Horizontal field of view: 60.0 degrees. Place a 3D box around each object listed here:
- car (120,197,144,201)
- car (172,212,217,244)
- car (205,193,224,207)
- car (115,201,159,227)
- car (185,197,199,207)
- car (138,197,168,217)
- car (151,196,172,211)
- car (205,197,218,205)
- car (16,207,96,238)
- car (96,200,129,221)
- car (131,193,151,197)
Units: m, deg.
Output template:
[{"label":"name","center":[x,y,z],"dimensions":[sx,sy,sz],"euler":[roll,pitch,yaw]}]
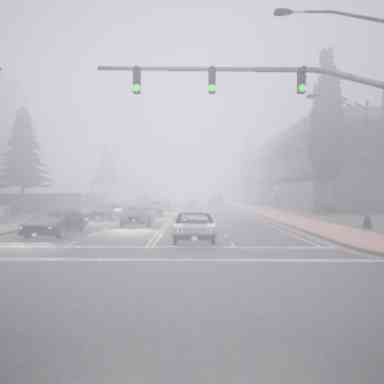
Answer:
[{"label":"car","center":[-7.021,1.564,37.875],"dimensions":[1.994,1.385,4.181],"euler":[0,0,1]},{"label":"car","center":[0.097,1.601,15.801],"dimensions":[1.895,1.301,4.718],"euler":[0,0,0]},{"label":"car","center":[3.494,1.222,49.853],"dimensions":[2.150,2.045,5.566],"euler":[0,0,0]},{"label":"car","center":[-3.589,1.564,22.512],"dimensions":[1.994,1.385,4.181],"euler":[0,0,0]},{"label":"car","center":[-0.006,1.526,50.196],"dimensions":[1.812,1.442,4.674],"euler":[0,0,0]},{"label":"car","center":[-3.585,1.505,31.229],"dimensions":[1.837,1.490,4.892],"euler":[0,0,-1]},{"label":"car","center":[-3.505,1.492,41.426],"dimensions":[2.128,1.511,4.902],"euler":[0,0,0]},{"label":"car","center":[3.492,1.564,60.505],"dimensions":[1.994,1.385,4.181],"euler":[0,0,0]},{"label":"car","center":[-7.140,1.548,17.827],"dimensions":[2.033,1.411,5.357],"euler":[0,0,2]},{"label":"car","center":[-7.086,1.548,27.898],"dimensions":[2.033,1.411,5.357],"euler":[0,0,0]},{"label":"car","center":[-7.006,1.222,48.367],"dimensions":[2.150,2.045,5.566],"euler":[0,0,0]}]
